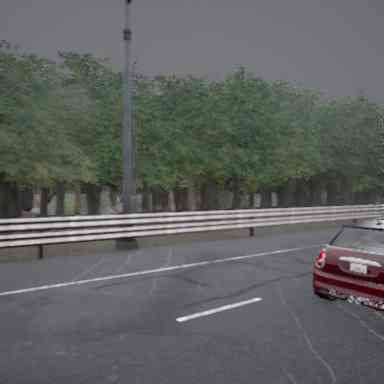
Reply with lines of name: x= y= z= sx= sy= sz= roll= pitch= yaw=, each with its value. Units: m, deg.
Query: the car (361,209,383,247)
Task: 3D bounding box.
car: x=10.098 y=1.547 z=15.252 sx=4.902 sy=1.511 sz=2.128 roll=0 pitch=0 yaw=-35

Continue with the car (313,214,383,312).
car: x=4.681 y=1.376 z=7.111 sx=4.553 sy=1.767 sz=2.097 roll=0 pitch=0 yaw=-35
